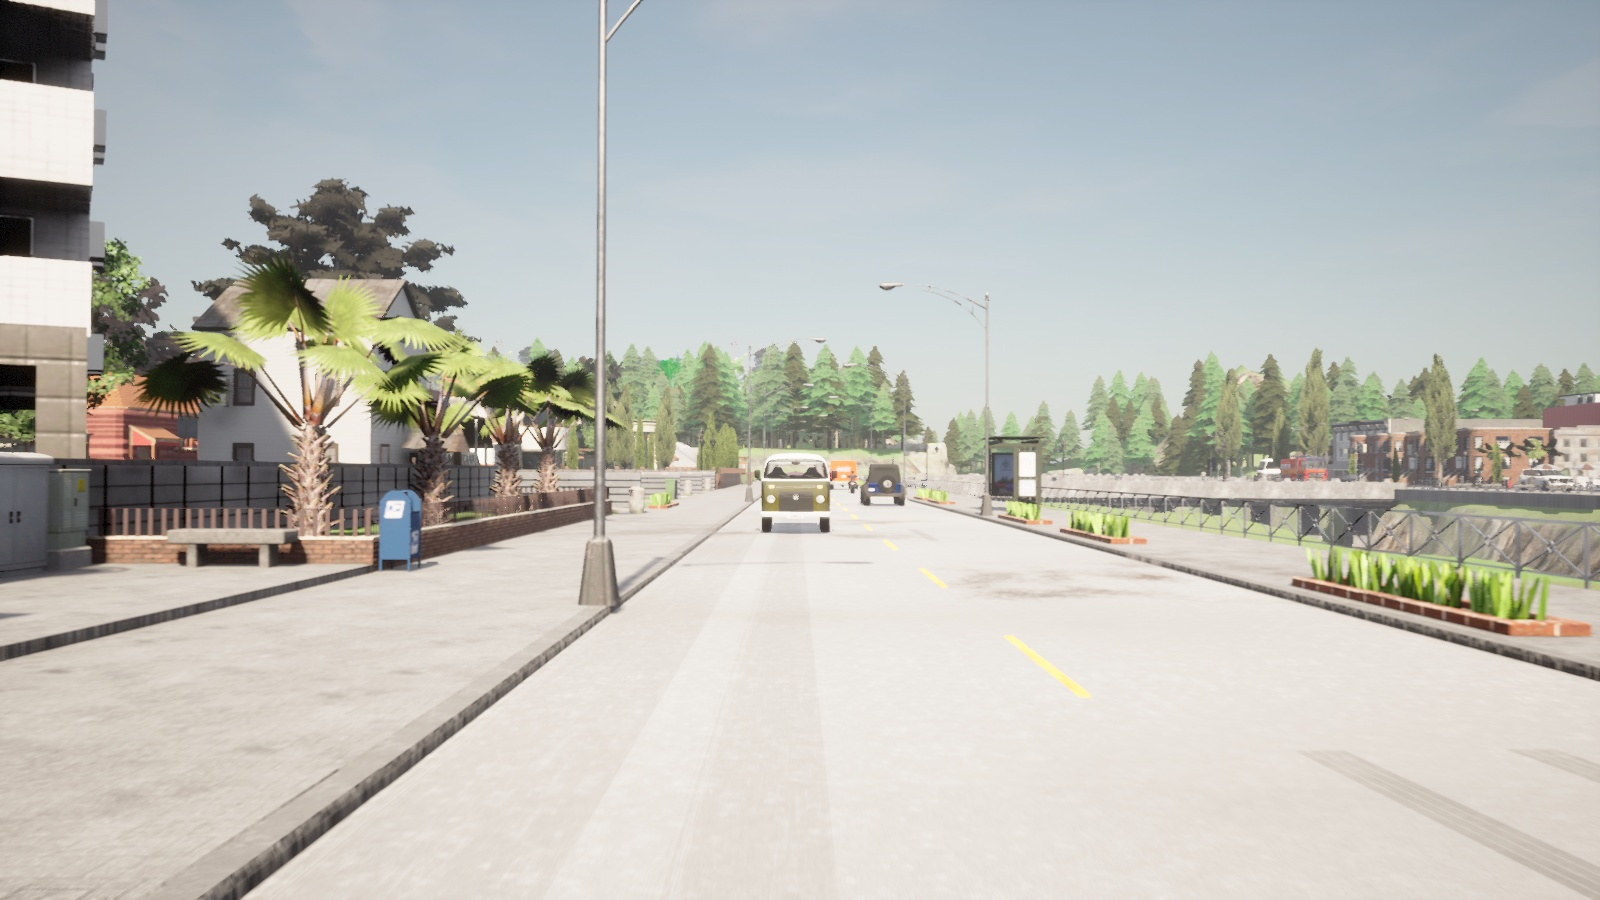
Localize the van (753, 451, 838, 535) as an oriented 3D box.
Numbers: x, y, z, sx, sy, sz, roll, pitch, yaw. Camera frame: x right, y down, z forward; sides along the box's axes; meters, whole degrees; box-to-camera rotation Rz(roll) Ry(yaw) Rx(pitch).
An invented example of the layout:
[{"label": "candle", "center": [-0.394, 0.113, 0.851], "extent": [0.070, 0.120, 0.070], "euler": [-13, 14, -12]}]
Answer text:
[{"label": "van", "center": [-0.110, 1.088, 32.797], "extent": [2.069, 2.038, 4.480], "euler": [0, -1, 0]}]

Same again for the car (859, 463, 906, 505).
[{"label": "car", "center": [3.806, 1.569, 58.199], "extent": [1.905, 1.878, 3.866], "euler": [0, -1, 0]}]
